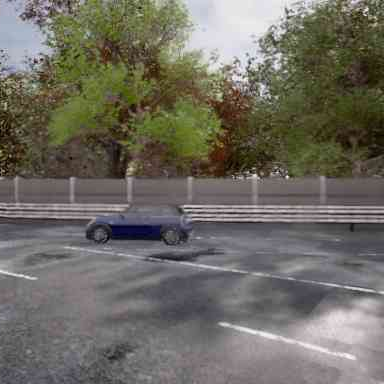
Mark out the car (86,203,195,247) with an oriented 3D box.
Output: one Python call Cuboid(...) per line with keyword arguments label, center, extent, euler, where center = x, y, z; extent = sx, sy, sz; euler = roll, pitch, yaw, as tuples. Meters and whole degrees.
Cuboid(label="car", center=(-2.229, 1.276, 14.474), extent=(4.553, 1.767, 2.097), euler=(0, 0, 9))
